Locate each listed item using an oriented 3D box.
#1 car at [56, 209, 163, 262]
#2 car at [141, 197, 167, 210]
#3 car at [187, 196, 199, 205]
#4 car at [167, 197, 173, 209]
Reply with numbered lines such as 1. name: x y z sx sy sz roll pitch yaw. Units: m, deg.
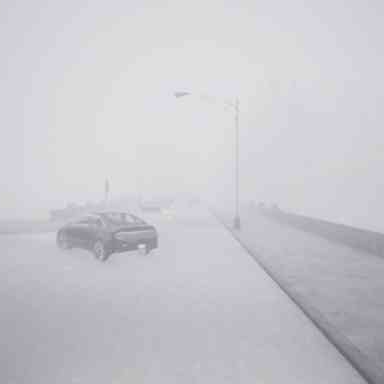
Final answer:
1. car: -3.224 1.466 12.080 2.128 1.511 4.902 1 0 -43
2. car: -4.082 1.477 34.906 2.033 1.411 5.357 0 0 0
3. car: 0.124 1.412 56.335 1.812 1.442 4.674 0 0 0
4. car: -4.051 1.511 44.572 1.895 1.301 4.718 0 0 0
